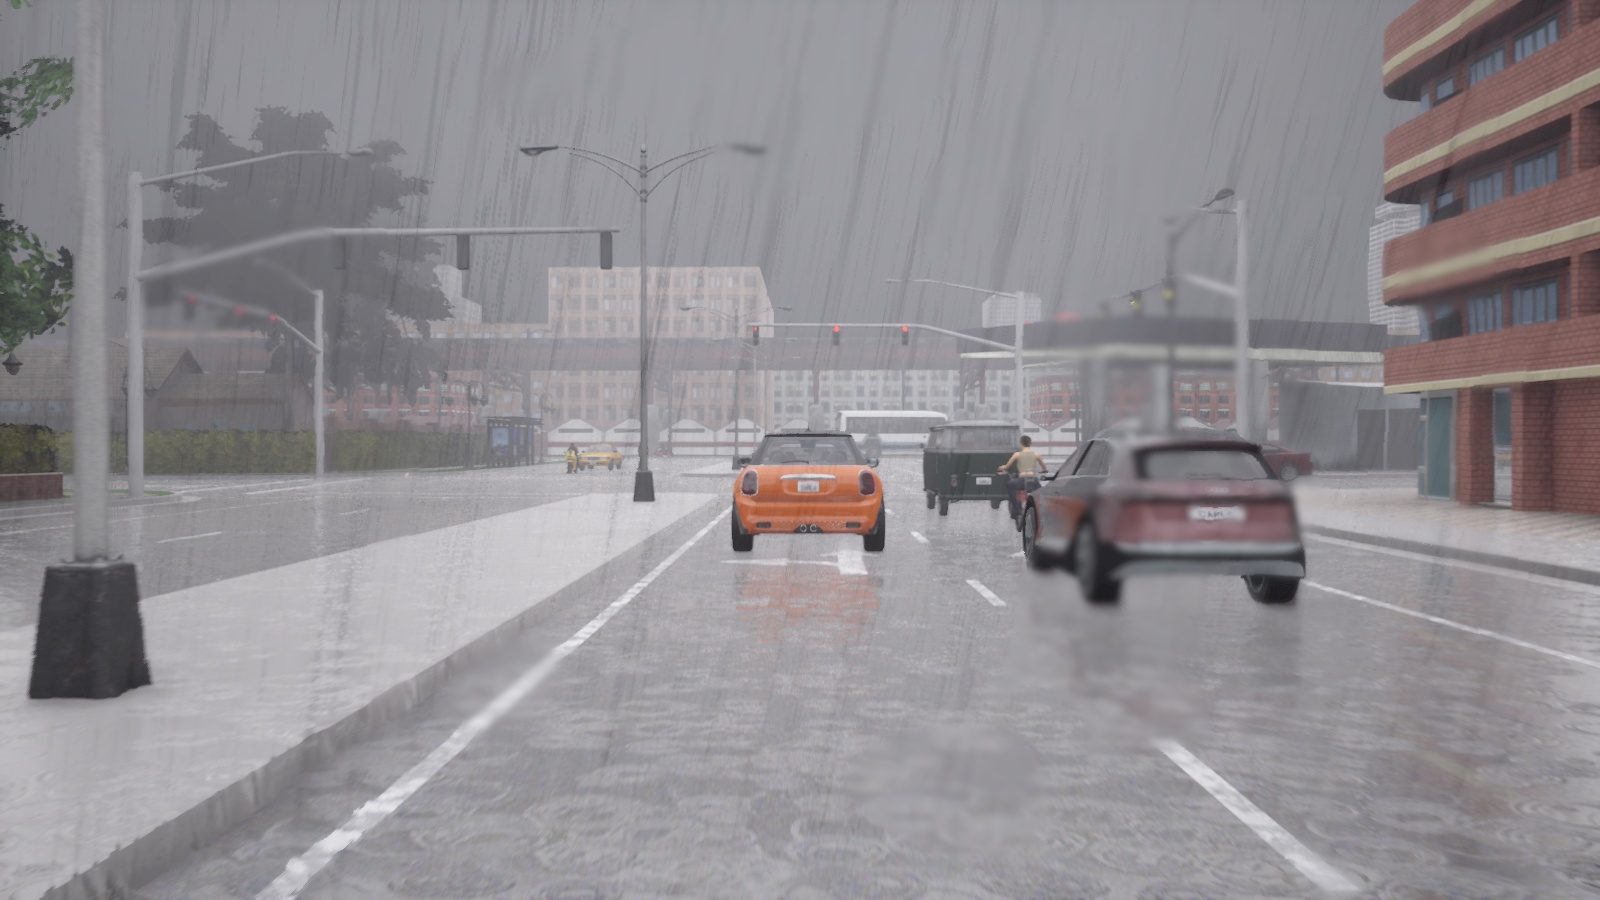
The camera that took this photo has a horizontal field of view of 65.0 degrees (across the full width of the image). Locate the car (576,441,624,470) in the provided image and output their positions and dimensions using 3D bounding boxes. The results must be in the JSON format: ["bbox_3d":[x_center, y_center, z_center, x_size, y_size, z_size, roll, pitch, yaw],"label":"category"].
[{"bbox_3d":[-11.086,0.282,70.072,1.801,1.575,5.366,0,0,0],"label":"car"}]

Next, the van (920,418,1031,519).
[{"bbox_3d":[3.669,0.350,26.951,1.775,1.987,4.442,0,0,0],"label":"van"}]

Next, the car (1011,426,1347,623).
[{"bbox_3d":[3.590,0.607,12.974,2.033,1.649,4.856,0,0,0],"label":"car"}]

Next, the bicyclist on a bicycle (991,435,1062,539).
[{"bbox_3d":[3.632,0.572,20.247,0.866,1.612,1.509,0,0,0],"label":"bicyclist on a bicycle"}]

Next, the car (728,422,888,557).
[{"bbox_3d":[0.122,0.499,18.741,2.097,1.767,4.553,0,0,0],"label":"car"}]

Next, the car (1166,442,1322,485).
[{"bbox_3d":[16.087,0.480,45.673,5.008,1.535,1.882,0,0,-2],"label":"car"}]

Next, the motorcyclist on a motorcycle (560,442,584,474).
[{"bbox_3d":[-11.152,0.373,61.507,0.797,1.523,2.044,0,0,0],"label":"motorcyclist on a motorcycle"}]
